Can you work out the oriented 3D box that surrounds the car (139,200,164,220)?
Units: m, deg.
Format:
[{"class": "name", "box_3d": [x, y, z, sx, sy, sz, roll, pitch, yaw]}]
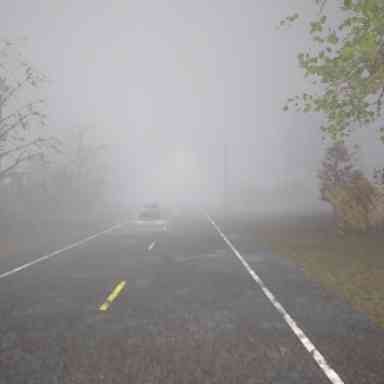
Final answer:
[{"class": "car", "box_3d": [-3.714, 1.761, 30.801, 1.837, 1.490, 4.892, 0, 0, -1]}]

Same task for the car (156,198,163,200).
[{"class": "car", "box_3d": [-7.116, 2.053, 73.063, 1.812, 1.442, 4.674, 0, 0, -3]}]
